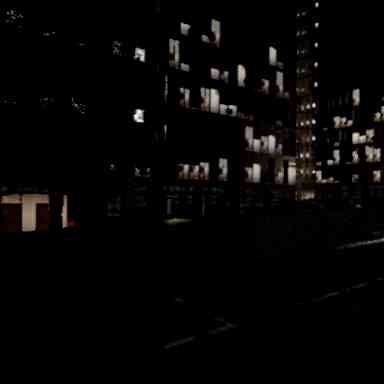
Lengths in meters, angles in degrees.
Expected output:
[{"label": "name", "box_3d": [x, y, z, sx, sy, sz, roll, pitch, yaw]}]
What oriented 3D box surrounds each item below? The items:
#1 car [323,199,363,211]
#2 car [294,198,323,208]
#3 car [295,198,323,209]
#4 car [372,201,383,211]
[{"label": "car", "box_3d": [19.061, 1.544, 41.542, 1.967, 1.590, 4.097, 1, -1, -35]}, {"label": "car", "box_3d": [19.421, 1.793, 55.658, 1.967, 1.590, 4.097, 0, -1, -35]}, {"label": "car", "box_3d": [15.903, 1.682, 46.061, 1.752, 1.417, 4.829, 1, -1, -35]}, {"label": "car", "box_3d": [22.315, 1.630, 36.881, 1.802, 1.307, 4.206, 1, -1, -35]}]
